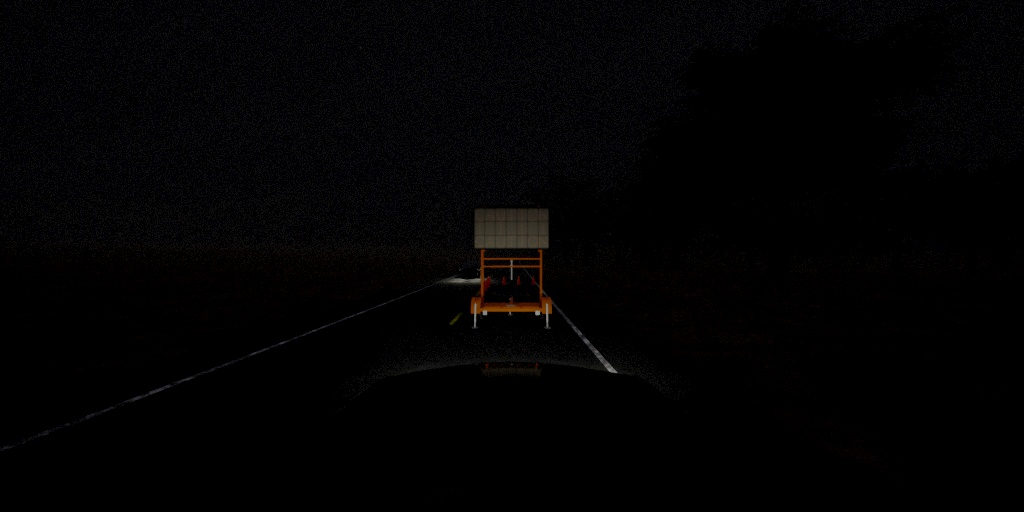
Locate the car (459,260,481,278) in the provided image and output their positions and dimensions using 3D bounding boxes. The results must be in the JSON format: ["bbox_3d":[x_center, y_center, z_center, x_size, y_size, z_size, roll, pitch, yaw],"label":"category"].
[{"bbox_3d":[-3.571,1.097,32.230,1.882,1.535,5.008,0,0,0],"label":"car"}]

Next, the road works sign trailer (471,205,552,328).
[{"bbox_3d":[-0.011,0.203,11.284,2.380,3.560,2.880,0,0,0],"label":"road works sign trailer"}]
